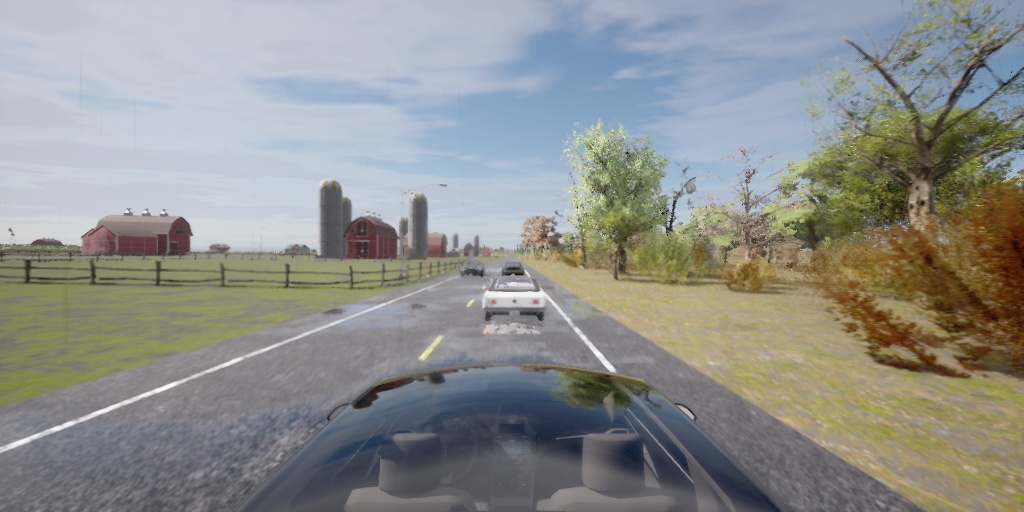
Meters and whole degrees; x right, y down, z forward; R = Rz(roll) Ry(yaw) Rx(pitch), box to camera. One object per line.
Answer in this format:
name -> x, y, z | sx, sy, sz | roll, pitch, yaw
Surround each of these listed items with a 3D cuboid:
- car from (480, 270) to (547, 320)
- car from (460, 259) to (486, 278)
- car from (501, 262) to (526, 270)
car -> 0.084, 1.344, 12.494 | 1.895, 1.301, 4.718 | 0, 0, 0
car -> -3.597, 1.084, 33.651 | 2.097, 1.767, 4.553 | 0, 0, 0
car -> 0.095, 1.239, 30.426 | 1.837, 1.490, 4.892 | 0, 0, 0
